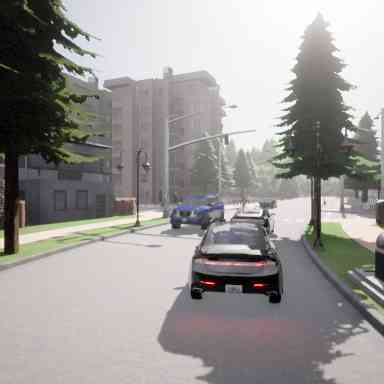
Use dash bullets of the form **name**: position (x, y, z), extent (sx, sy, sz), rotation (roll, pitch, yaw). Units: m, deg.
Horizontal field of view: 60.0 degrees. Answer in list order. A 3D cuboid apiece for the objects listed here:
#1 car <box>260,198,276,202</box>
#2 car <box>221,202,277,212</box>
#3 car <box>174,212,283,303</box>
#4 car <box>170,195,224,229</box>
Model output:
- **car**: position (10.524, 1.511, 46.089), extent (1.882, 1.535, 5.008), rotation (0, 0, 22)
- **car**: position (3.231, 1.491, 17.375), extent (2.128, 1.511, 4.902), rotation (0, 0, 18)
- **car**: position (1.105, 1.491, 8.268), extent (2.128, 1.511, 4.902), rotation (0, 0, 9)
- **car**: position (0.528, 1.223, 21.135), extent (2.150, 2.045, 5.566), rotation (0, 0, 20)
